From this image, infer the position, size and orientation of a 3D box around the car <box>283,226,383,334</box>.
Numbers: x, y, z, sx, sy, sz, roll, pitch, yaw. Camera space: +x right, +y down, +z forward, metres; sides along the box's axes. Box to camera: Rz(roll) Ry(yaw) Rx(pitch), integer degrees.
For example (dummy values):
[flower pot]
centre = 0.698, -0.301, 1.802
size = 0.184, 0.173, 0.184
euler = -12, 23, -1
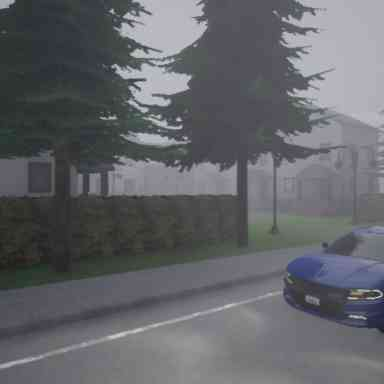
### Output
[car]
centre = 3.979, 1.470, 6.815
size = 5.008, 1.535, 1.882
euler = 0, 0, -35
